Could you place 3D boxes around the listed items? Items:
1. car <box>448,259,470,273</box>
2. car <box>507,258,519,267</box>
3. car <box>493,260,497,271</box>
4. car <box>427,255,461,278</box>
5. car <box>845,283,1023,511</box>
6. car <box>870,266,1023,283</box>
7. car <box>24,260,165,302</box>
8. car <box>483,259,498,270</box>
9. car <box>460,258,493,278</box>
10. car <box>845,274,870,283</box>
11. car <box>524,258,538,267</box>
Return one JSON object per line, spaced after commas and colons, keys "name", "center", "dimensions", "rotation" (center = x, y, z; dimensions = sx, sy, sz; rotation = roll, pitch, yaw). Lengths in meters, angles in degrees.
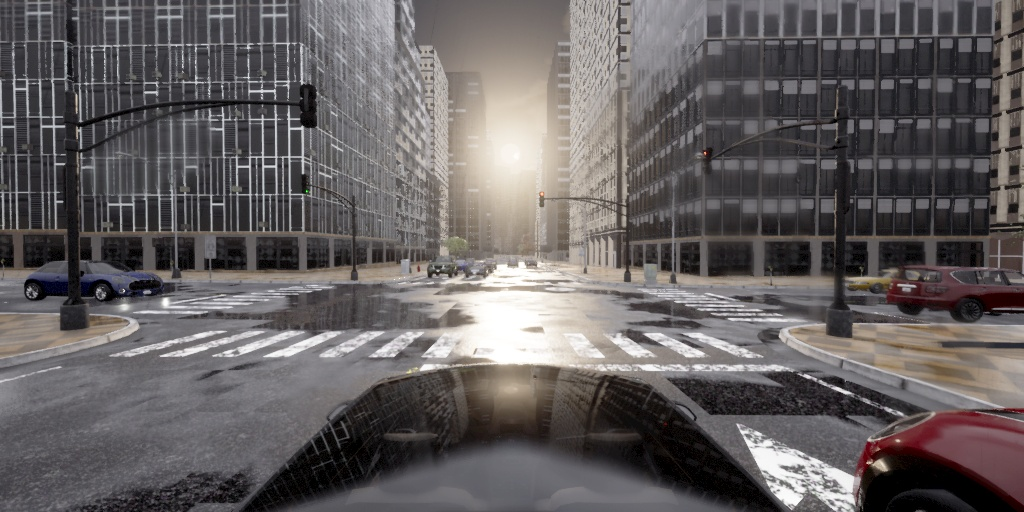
{"name": "car", "center": [-6.464, 1.201, 44.148], "dimensions": [1.882, 1.535, 5.008], "rotation": [0, 0, 0]}
{"name": "car", "center": [0.199, 1.267, 63.362], "dimensions": [1.994, 1.385, 4.181], "rotation": [0, 0, 0]}
{"name": "car", "center": [-3.218, 1.325, 43.222], "dimensions": [1.895, 1.301, 4.718], "rotation": [0, 0, 0]}
{"name": "car", "center": [-6.487, 0.954, 34.183], "dimensions": [2.150, 2.045, 5.566], "rotation": [0, 0, 0]}
{"name": "car", "center": [3.253, 1.103, 0.410], "dimensions": [2.097, 1.767, 4.553], "rotation": [0, 0, 0]}
{"name": "car", "center": [16.224, 1.281, 12.525], "dimensions": [5.009, 1.841, 2.192], "rotation": [0, 0, 1]}
{"name": "car", "center": [-18.151, 0.971, 15.742], "dimensions": [4.553, 1.767, 2.097], "rotation": [1, 1, 3]}
{"name": "car", "center": [-3.176, 1.261, 53.925], "dimensions": [2.033, 1.411, 5.357], "rotation": [0, 0, 0]}
{"name": "car", "center": [-3.246, 1.224, 33.941], "dimensions": [2.128, 1.511, 4.902], "rotation": [0, 0, 1]}
{"name": "car", "center": [21.862, 1.409, 20.791], "dimensions": [4.829, 1.417, 1.751], "rotation": [0, 0, 1]}
{"name": "car", "center": [3.449, 1.303, 63.380], "dimensions": [1.895, 1.301, 4.718], "rotation": [0, 0, 0]}
